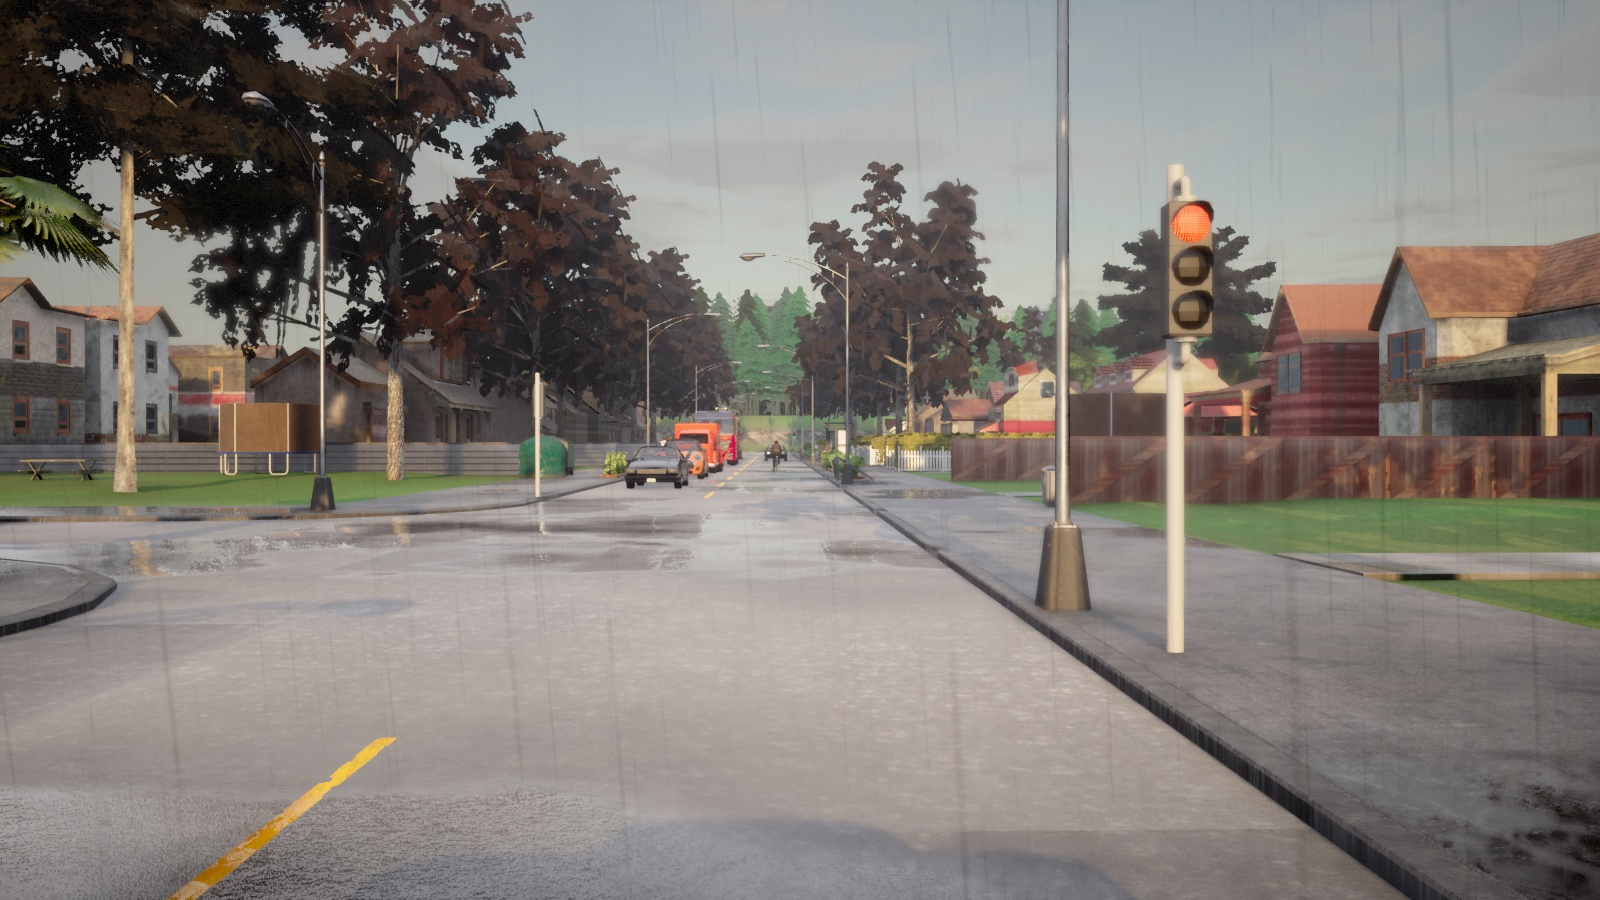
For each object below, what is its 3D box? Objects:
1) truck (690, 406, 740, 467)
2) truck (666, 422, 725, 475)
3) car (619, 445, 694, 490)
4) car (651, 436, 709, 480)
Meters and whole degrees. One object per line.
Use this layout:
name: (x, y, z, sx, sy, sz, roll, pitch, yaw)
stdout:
truck: (-5.593, -0.894, 83.579, 2.891, 3.827, 8.468, 0, 0, -1)
truck: (-5.189, -0.133, 63.093, 2.627, 2.467, 5.204, 0, 3, -1)
car: (-4.789, 0.549, 42.690, 2.033, 1.411, 5.357, 0, 0, -1)
car: (-4.985, 0.303, 52.843, 2.097, 1.767, 4.553, 0, 0, -1)
